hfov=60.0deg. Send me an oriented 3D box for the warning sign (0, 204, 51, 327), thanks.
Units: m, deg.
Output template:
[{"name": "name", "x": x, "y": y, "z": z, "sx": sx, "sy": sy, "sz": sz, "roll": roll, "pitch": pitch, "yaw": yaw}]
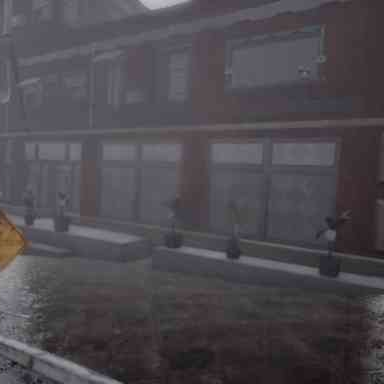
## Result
[{"name": "warning sign", "x": -3.366, "y": 1.157, "z": 5.554, "sx": 1.060, "sy": 1.860, "sz": 1.300, "roll": 4, "pitch": -2, "yaw": 30}]
